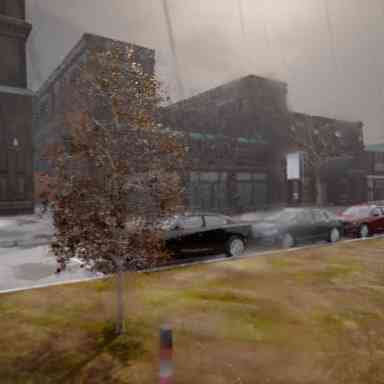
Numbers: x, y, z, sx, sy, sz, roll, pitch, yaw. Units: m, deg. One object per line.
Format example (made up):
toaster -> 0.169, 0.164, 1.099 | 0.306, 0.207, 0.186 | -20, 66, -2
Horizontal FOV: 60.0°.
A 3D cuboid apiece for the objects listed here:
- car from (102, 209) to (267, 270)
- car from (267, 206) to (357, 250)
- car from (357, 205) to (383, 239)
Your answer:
car -> -0.287, 1.330, 10.411 | 5.008, 1.535, 2.097 | 0, 0, -33
car -> 4.221, 1.380, 13.633 | 4.892, 1.521, 2.231 | 0, 0, -33
car -> 8.742, 1.409, 16.863 | 5.008, 1.535, 2.097 | 1, 0, -33
